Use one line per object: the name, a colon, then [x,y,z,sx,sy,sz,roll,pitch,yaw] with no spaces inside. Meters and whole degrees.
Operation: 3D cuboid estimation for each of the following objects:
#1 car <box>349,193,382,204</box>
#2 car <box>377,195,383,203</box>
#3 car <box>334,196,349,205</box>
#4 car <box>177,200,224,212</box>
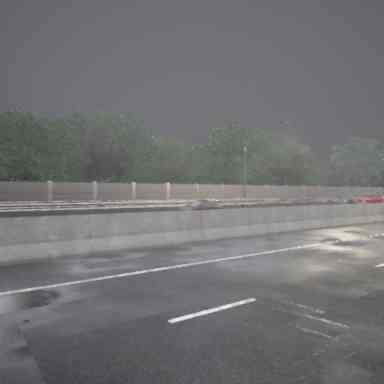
car: [25.792,1.200,48.353,5.566,2.045,2.150,0,0,-35]
car: [27.892,1.456,45.557,5.008,1.535,1.882,0,0,-36]
car: [23.908,1.331,51.303,4.553,1.767,2.097,0,0,-35]
car: [0.806,1.508,30.364,4.674,1.442,1.812,0,0,-35]
